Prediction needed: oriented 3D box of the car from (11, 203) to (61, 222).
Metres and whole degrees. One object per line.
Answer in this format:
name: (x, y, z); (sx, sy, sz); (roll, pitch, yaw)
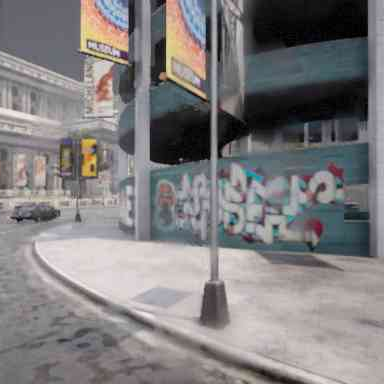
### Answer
car: (-13.542, 1.831, 29.173); (2.033, 1.411, 5.357); (0, -1, 4)

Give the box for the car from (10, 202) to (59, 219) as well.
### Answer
car: (-16.172, 1.826, 34.416); (2.128, 1.511, 4.902); (0, -1, 10)
